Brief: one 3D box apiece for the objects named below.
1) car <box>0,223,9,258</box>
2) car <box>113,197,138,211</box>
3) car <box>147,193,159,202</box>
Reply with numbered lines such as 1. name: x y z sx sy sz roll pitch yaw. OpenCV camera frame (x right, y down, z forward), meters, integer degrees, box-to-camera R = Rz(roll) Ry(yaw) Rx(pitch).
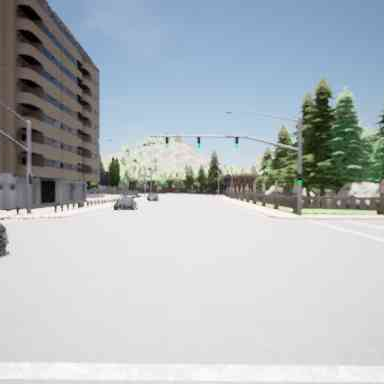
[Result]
1. car: -6.993 1.400 9.314 1.812 1.442 4.674 0 0 0
2. car: -6.987 1.266 35.319 1.994 1.385 4.181 0 1 0
3. car: -6.976 0.989 59.708 2.128 1.511 4.902 0 1 0
